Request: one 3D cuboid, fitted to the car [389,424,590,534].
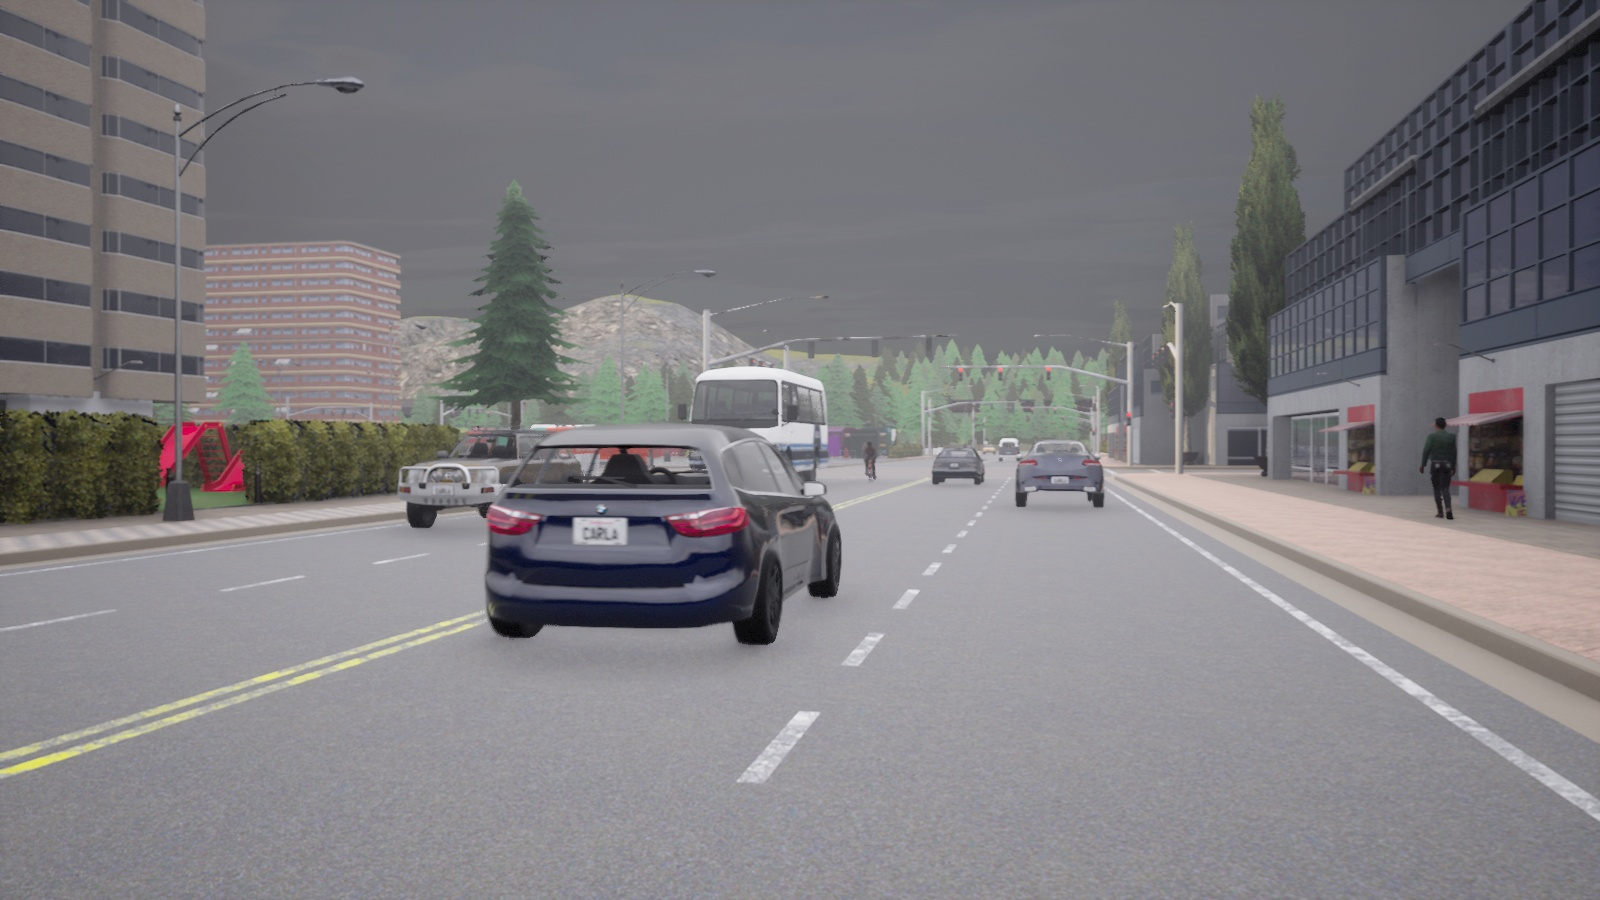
[{"bbox_3d":[-5.674,0.475,23.618,1.932,1.855,4.605,0,0,11],"label":"car"}]

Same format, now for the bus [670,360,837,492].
[{"bbox_3d":[-1.387,-0.800,46.051,3.944,4.253,10.273,0,0,11],"label":"bus"}]

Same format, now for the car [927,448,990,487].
[{"bbox_3d":[6.145,0.616,48.195,2.033,1.411,5.357,0,0,11],"label":"car"}]

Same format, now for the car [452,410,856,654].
[{"bbox_3d":[-0.952,0.550,11.029,2.242,1.667,4.611,0,0,11],"label":"car"}]

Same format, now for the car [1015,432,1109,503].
[{"bbox_3d":[6.594,0.408,31.881,2.152,1.651,5.027,0,0,11],"label":"car"}]

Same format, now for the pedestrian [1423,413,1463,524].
[{"bbox_3d":[11.510,0.323,22.504,0.423,1.949,0.788,0,0,10],"label":"pedestrian"}]
